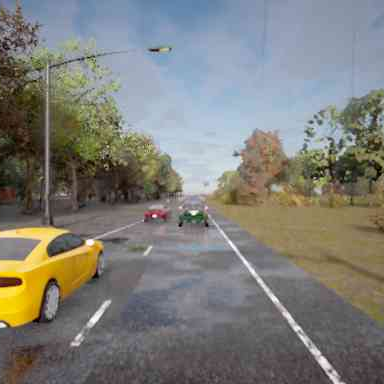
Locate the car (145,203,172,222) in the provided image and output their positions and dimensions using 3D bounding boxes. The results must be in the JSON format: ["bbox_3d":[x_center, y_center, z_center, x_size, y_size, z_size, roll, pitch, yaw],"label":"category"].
[{"bbox_3d":[-2.788,1.685,27.873,1.812,1.442,4.674,0,0,2],"label":"car"}]

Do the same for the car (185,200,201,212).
[{"bbox_3d":[0.126,1.808,42.592,1.994,1.385,4.181,0,0,0],"label":"car"}]

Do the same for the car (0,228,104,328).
[{"bbox_3d":[-3.357,1.519,7.230,1.882,1.535,5.008,0,0,1],"label":"car"}]

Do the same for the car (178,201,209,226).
[{"bbox_3d":[0.115,1.492,24.550,2.097,1.767,4.553,0,0,0],"label":"car"}]
